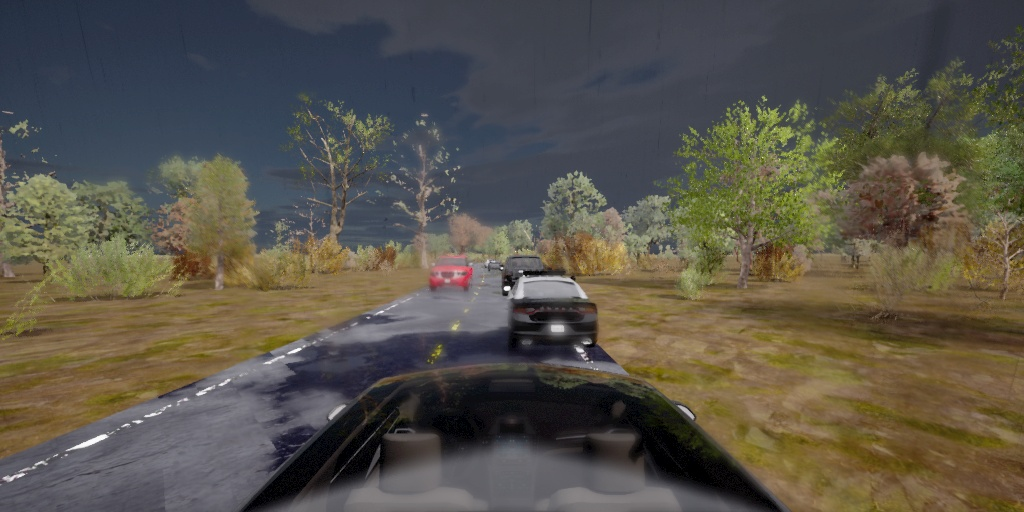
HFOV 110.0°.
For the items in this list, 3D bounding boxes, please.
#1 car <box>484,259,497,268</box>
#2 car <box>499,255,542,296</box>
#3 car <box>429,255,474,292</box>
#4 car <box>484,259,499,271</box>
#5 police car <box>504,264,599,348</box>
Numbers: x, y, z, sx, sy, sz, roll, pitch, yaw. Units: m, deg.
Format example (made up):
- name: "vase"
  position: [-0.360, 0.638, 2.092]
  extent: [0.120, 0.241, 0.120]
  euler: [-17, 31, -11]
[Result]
- name: "car"
  position: [-3.595, 1.278, 59.848]
  extent: [1.812, 1.442, 4.674]
  euler: [0, 0, -8]
- name: "car"
  position: [0.531, 0.972, 19.363]
  extent: [2.150, 2.045, 5.566]
  euler: [0, 0, -2]
- name: "car"
  position: [-3.515, 0.970, 21.640]
  extent: [2.150, 2.045, 5.566]
  euler: [0, 0, -3]
- name: "car"
  position: [-2.314, 1.240, 48.050]
  extent: [2.128, 1.511, 4.902]
  euler: [0, 0, -5]
- name: "police car"
  position: [0.820, 1.174, 9.399]
  extent: [1.930, 1.638, 5.238]
  euler: [0, 0, -1]
